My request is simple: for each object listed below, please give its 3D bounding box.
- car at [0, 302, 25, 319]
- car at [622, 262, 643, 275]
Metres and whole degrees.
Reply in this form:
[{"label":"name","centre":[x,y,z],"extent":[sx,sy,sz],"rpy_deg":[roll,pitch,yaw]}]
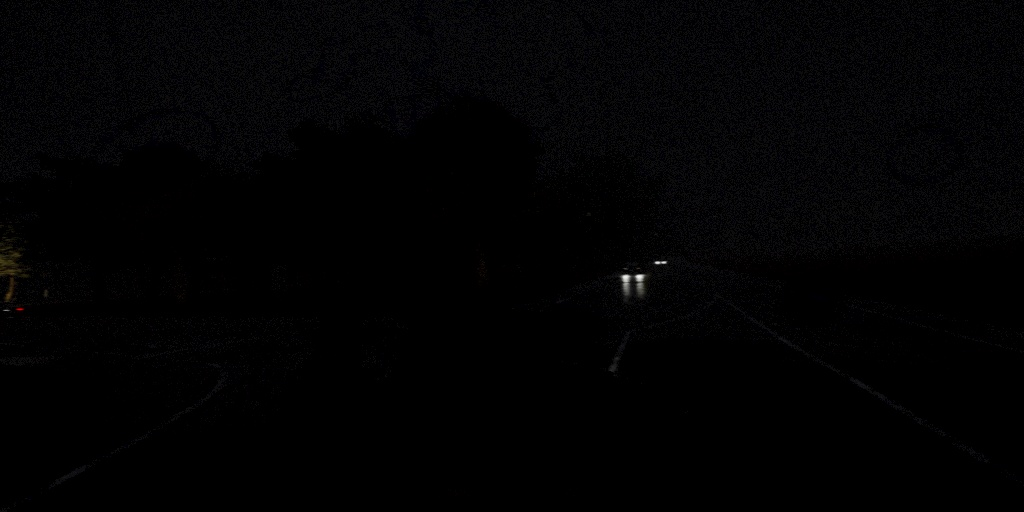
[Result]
[{"label":"car","centre":[-40.352,4.298,27.979],"extent":[5.357,1.411,2.033],"rpy_deg":[-4,-4,23]},{"label":"car","centre":[14.269,1.385,42.422],"extent":[1.812,1.442,4.674],"rpy_deg":[-3,-1,22]}]
